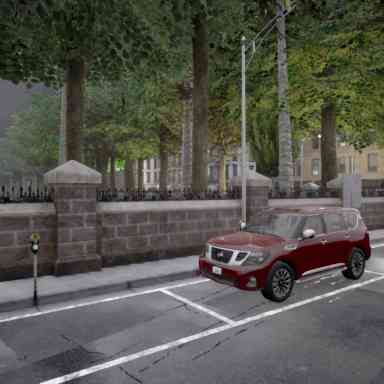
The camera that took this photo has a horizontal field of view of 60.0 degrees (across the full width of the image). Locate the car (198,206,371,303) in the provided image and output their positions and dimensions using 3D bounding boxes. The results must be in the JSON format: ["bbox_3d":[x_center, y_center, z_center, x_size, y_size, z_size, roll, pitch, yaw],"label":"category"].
[{"bbox_3d":[2.554,1.314,8.411,5.009,1.841,2.192,0,0,-36],"label":"car"}]
